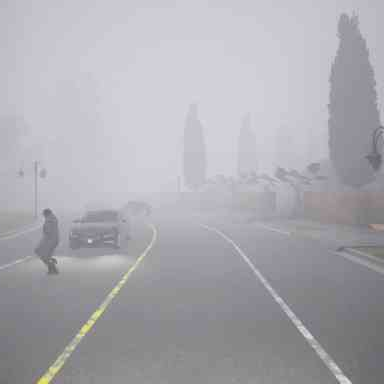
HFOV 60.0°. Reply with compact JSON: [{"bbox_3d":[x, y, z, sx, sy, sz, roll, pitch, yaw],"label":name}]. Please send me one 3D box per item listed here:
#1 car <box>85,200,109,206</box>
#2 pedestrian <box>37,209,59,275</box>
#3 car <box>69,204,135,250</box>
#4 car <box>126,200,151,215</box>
[{"bbox_3d":[-11.904,1.712,41.967,4.181,1.385,1.994,-1,-1,44],"label":"car"},{"bbox_3d":[-3.868,1.295,9.034,0.375,1.860,0.375,0,0,0],"label":"pedestrian"},{"bbox_3d":[-3.819,1.504,14.440,1.837,1.490,4.892,0,1,-3],"label":"car"},{"bbox_3d":[-5.716,1.570,33.778,1.837,1.490,4.892,0,-1,-29],"label":"car"}]
